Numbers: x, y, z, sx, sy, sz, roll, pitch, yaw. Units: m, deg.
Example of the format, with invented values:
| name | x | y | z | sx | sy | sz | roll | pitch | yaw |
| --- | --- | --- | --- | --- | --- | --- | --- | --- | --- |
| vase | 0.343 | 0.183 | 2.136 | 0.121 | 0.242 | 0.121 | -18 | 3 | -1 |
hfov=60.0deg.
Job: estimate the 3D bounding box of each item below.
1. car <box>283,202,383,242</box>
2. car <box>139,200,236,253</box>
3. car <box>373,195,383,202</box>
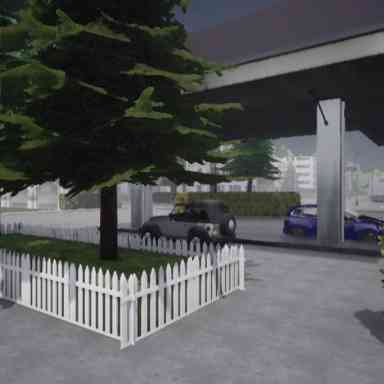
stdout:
| name | x | y | z | sx | sy | sz | roll | pitch | yaw |
| --- | --- | --- | --- | --- | --- | --- | --- | --- | --- |
| car | 6.637 | 1.437 | 15.393 | 4.611 | 1.667 | 2.242 | 0 | 0 | 35 |
| car | -0.160 | 1.270 | 13.231 | 3.866 | 1.878 | 1.905 | 0 | 0 | 35 |
| car | 33.770 | 1.262 | 59.721 | 2.007 | 1.523 | 4.514 | 0 | 0 | 35 |
